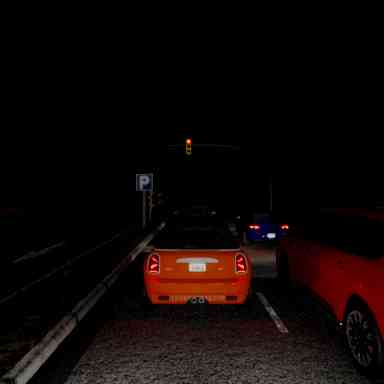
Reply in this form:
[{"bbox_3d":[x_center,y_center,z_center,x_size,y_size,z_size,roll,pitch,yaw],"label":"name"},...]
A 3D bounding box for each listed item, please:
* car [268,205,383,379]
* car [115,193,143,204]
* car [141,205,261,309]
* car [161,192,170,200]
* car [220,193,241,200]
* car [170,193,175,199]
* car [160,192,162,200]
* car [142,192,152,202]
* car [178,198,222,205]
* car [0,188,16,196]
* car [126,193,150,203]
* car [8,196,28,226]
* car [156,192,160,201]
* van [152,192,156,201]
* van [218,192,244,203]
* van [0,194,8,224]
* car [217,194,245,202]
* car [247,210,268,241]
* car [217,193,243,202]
[{"bbox_3d":[3.099,1.229,5.660,2.150,2.045,5.566,0,0,-1],"label":"car"},{"bbox_3d":[-11.569,1.352,60.294,4.792,1.488,2.163,-1,0,-15],"label":"car"},{"bbox_3d":[0.101,1.363,8.049,2.097,1.767,4.553,0,0,0],"label":"car"},{"bbox_3d":[-8.628,1.349,84.234,4.674,1.452,2.002,-1,0,-12],"label":"car"},{"bbox_3d":[9.291,1.121,80.602,4.553,1.767,2.185,1,0,-12],"label":"car"},{"bbox_3d":[-8.184,1.056,87.242,5.566,2.045,2.435,-1,0,-12],"label":"car"},{"bbox_3d":[-9.796,1.352,75.248,4.674,1.452,2.002,-1,0,-13],"label":"car"},{"bbox_3d":[-10.930,1.308,63.287,5.366,1.575,1.946,-1,0,-15],"label":"car"},{"bbox_3d":[0.141,1.376,16.696,2.097,1.767,4.553,0,0,0],"label":"car"},{"bbox_3d":[-28.270,0.131,51.127,2.002,1.452,4.674,6,-3,-20],"label":"car"},{"bbox_3d":[-10.843,1.189,66.240,4.553,1.767,2.185,-1,0,-14],"label":"car"},{"bbox_3d":[-13.672,1.400,22.483,4.553,1.767,2.185,-1,0,-19],"label":"car"},{"bbox_3d":[-10.162,1.314,72.252,4.892,1.521,2.231,-1,0,-14],"label":"car"},{"bbox_3d":[-10.384,1.086,69.281,4.442,1.987,1.878,-1,0,-14],"label":"van"},{"bbox_3d":[7.153,1.036,62.928,4.442,1.987,1.878,1,0,-14],"label":"van"},{"bbox_3d":[-13.641,1.294,19.506,4.442,1.987,1.878,-1,0,-20],"label":"van"},{"bbox_3d":[8.060,1.257,68.893,5.366,1.575,1.946,1,0,-13],"label":"car"},{"bbox_3d":[3.131,1.547,15.354,1.812,1.442,4.674,0,0,0],"label":"car"},{"bbox_3d":[7.531,1.135,65.898,4.553,1.767,2.185,1,0,-14],"label":"car"}]
